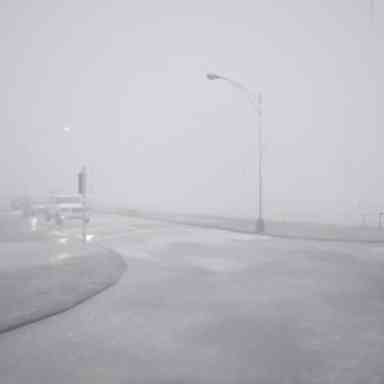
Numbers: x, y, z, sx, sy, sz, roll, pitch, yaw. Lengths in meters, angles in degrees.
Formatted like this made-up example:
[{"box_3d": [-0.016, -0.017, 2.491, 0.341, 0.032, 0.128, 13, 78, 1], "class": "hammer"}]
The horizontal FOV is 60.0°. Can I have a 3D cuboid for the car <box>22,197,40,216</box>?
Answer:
[{"box_3d": [-14.962, 1.514, 32.571, 1.812, 1.442, 4.674, 0, 0, -35], "class": "car"}]

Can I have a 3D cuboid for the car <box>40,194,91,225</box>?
[{"box_3d": [-9.276, 1.210, 24.581, 2.150, 2.045, 5.566, 0, 0, -35], "class": "car"}]

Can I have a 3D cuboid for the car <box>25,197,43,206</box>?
[{"box_3d": [-26.905, 1.545, 56.566, 1.994, 1.385, 4.181, 0, 0, -35], "class": "car"}]

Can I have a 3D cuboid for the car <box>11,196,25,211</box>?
[{"box_3d": [-20.683, 1.340, 40.651, 2.097, 1.767, 4.553, 0, 0, -35], "class": "car"}]
